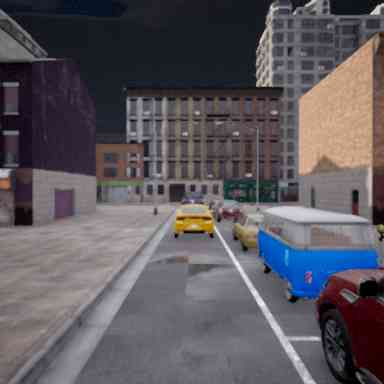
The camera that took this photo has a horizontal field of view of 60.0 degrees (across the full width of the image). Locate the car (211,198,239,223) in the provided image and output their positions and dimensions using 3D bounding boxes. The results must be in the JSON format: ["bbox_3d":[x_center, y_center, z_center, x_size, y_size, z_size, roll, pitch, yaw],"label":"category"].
[{"bbox_3d":[2.617,1.289,24.258,1.967,1.590,4.097,0,0,0],"label":"car"}]

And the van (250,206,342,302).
[{"bbox_3d":[2.628,1.292,7.831,1.690,1.788,3.998,0,0,0],"label":"van"}]

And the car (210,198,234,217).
[{"bbox_3d":[2.613,1.340,29.904,1.752,1.417,4.829,0,0,0],"label":"car"}]

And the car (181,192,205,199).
[{"bbox_3d":[0.090,1.013,33.351,2.150,2.045,5.566,0,0,0],"label":"car"}]

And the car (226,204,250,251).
[{"bbox_3d":[2.625,1.441,13.478,1.752,1.417,4.829,0,0,0],"label":"car"}]

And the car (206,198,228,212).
[{"bbox_3d":[2.609,1.332,35.210,2.008,1.369,4.403,0,0,0],"label":"car"}]

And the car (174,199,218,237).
[{"bbox_3d":[0.087,1.370,17.378,1.882,1.535,5.008,0,0,0],"label":"car"}]

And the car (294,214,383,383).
[{"bbox_3d":[2.632,1.300,2.356,2.192,1.841,5.009,0,0,0],"label":"car"}]
